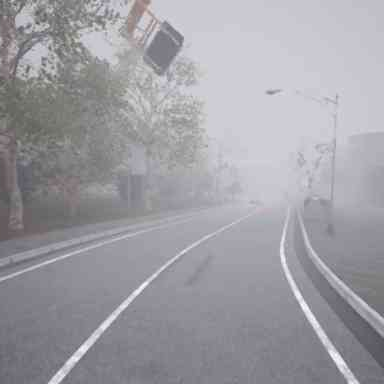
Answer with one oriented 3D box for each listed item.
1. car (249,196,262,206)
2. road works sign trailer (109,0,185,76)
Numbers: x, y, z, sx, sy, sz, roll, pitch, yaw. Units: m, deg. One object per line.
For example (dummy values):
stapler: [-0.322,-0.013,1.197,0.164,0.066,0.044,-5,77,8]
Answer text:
car: [10.606,1.452,55.287,2.033,1.411,5.357,2,0,16]
road works sign trailer: [-2.364,-7.972,16.889,2.380,3.560,2.880,-46,0,35]
